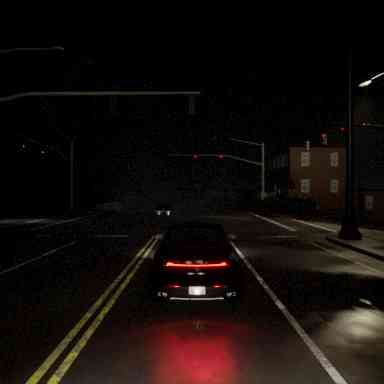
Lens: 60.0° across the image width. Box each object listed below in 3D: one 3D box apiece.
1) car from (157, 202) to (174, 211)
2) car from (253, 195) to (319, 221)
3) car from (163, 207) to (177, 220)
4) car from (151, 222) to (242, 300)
[{"bbox_3d":[-3.668,2.056,45.633,2.033,1.411,5.357,0,-4,0],"label":"car"},{"bbox_3d":[8.206,1.286,29.088,5.566,2.045,2.150,5,1,5],"label":"car"},{"bbox_3d":[-3.681,3.615,55.735,2.033,1.411,5.357,0,-12,0],"label":"car"},{"bbox_3d":[0.087,1.505,8.336,1.837,1.490,4.892,0,0,0],"label":"car"}]
